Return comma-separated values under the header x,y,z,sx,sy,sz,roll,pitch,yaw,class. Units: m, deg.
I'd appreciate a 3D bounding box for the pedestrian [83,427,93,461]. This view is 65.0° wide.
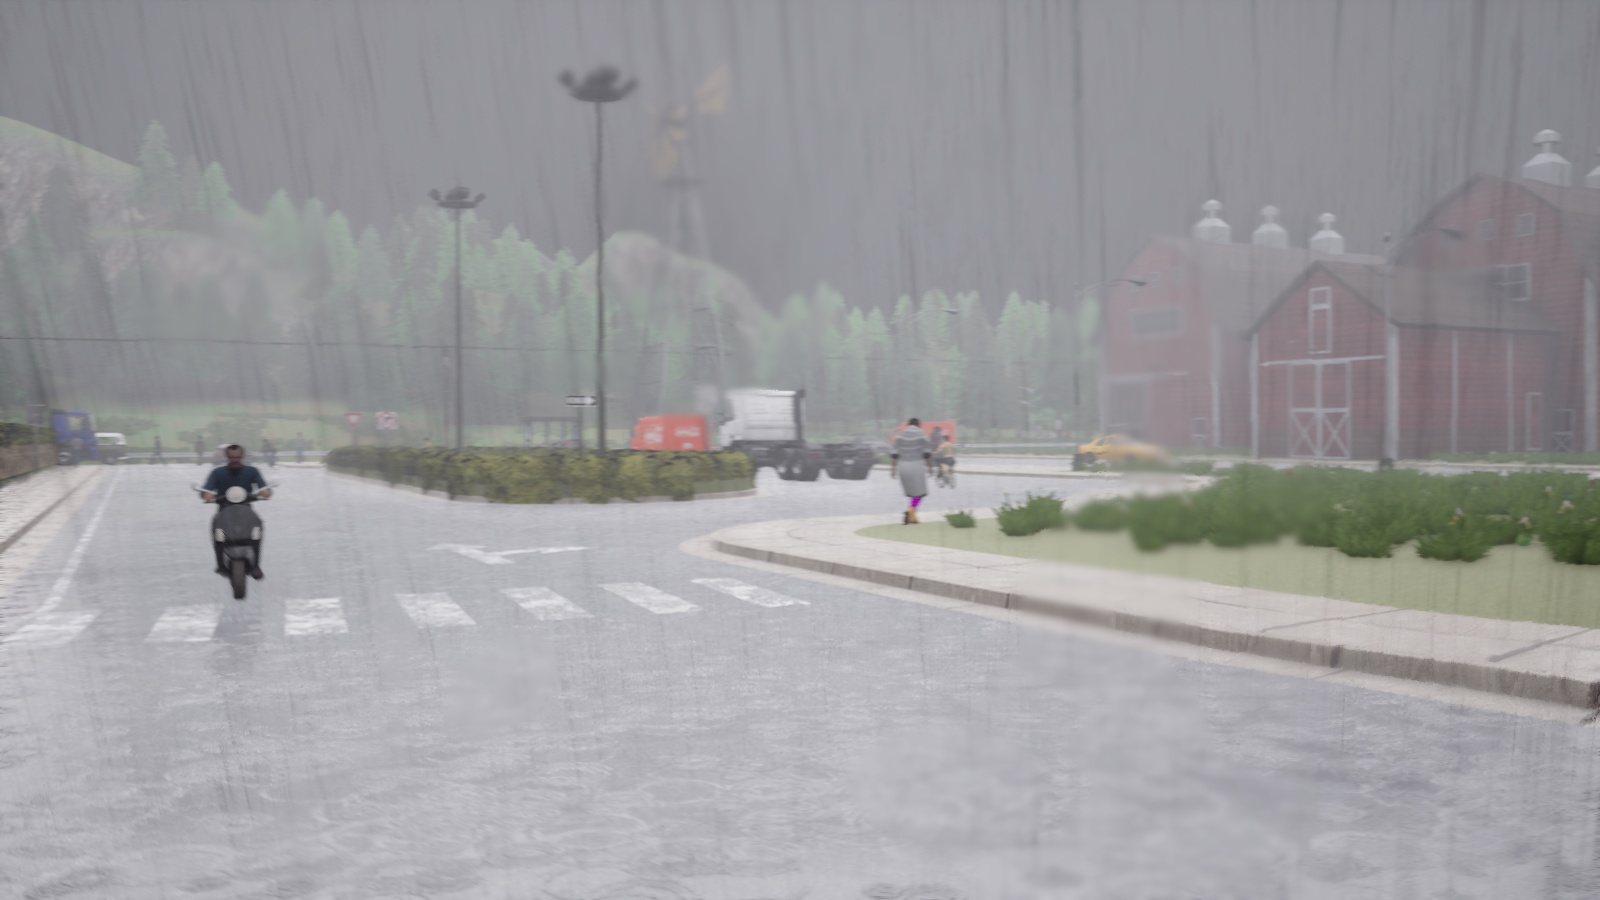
x,y,z,sx,sy,sz,roll,pitch,yaw,class
-38.194,-0.315,67.387,0.354,1.836,0.706,0,1,-22,pedestrian

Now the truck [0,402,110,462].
x,y,z,sx,sy,sz,roll,pitch,yaw,class
-45.224,-1.040,73.974,7.936,3.462,2.891,0,1,-27,truck

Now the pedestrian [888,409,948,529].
x,y,z,sx,sy,sz,roll,pitch,yaw,class
1.960,0.300,20.836,0.659,1.952,0.873,1,1,32,pedestrian

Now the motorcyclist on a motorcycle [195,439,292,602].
x,y,z,sx,sy,sz,roll,pitch,yaw,class
-5.933,0.685,13.368,0.866,1.590,1.817,-1,1,-25,motorcyclist on a motorcycle

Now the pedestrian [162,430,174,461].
x,y,z,sx,sy,sz,roll,pitch,yaw,class
-37.150,-0.264,73.829,0.614,1.847,0.353,0,1,-29,pedestrian

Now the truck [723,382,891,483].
x,y,z,sx,sy,sz,roll,pitch,yaw,class
0.085,-0.667,47.201,2.891,3.462,7.936,0,1,-28,truck

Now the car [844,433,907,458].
x,y,z,sx,sy,sz,roll,pitch,yaw,class
5.094,-0.315,85.409,2.242,1.667,4.611,0,1,-28,car

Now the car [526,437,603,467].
x,y,z,sx,sy,sz,roll,pitch,yaw,class
-12.245,0.092,65.195,3.633,1.501,1.845,0,1,31,car

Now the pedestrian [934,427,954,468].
x,y,z,sx,sy,sz,roll,pitch,yaw,class
6.400,-0.128,55.885,0.328,1.805,0.869,-1,1,-41,pedestrian

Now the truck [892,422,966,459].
x,y,z,sx,sy,sz,roll,pitch,yaw,class
8.777,-0.652,85.975,2.627,2.467,5.204,0,1,-28,truck

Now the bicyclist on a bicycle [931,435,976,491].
x,y,z,sx,sy,sz,roll,pitch,yaw,class
4.531,0.378,37.256,0.866,1.612,1.509,-1,1,-13,bicyclist on a bicycle

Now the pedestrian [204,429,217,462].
x,y,z,sx,sy,sz,roll,pitch,yaw,class
-35.099,-0.275,74.813,0.396,1.930,0.692,0,1,5,pedestrian

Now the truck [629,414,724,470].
x,y,z,sx,sy,sz,roll,pitch,yaw,class
-5.804,-0.339,58.365,2.627,2.467,5.204,0,-1,-28,truck

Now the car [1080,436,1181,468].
x,y,z,sx,sy,sz,roll,pitch,yaw,class
16.684,0.060,63.722,1.801,1.575,5.366,0,1,-28,car

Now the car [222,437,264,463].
x,y,z,sx,sy,sz,roll,pitch,yaw,class
-32.731,-0.020,73.865,1.812,1.442,4.674,0,1,-18,car

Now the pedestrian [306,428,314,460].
x,y,z,sx,sy,sz,roll,pitch,yaw,class
-28.399,-0.374,72.798,0.354,1.836,0.706,0,1,-30,pedestrian

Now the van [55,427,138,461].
x,y,z,sx,sy,sz,roll,pitch,yaw,class
-43.953,-0.391,78.562,4.480,2.038,2.069,0,1,-27,van
